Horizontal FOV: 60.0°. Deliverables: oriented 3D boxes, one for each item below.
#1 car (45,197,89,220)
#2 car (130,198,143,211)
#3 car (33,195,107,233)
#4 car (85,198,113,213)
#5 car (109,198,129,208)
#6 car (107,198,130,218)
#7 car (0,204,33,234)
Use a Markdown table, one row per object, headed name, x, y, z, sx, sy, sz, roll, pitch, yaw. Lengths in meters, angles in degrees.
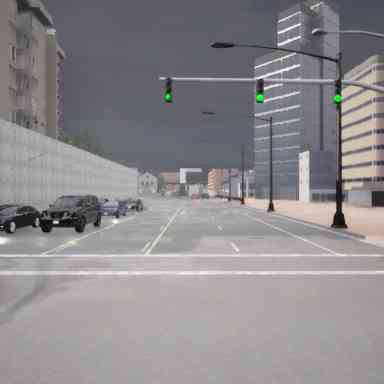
| name | x | y | z | sx | sy | sz | roll | pitch | yaw |
| --- | --- | --- | --- | --- | --- | --- | --- | --- | --- |
| car | -10.605 | 1.350 | 28.549 | 2.097 | 1.767 | 4.553 | 0 | 0 | 0 |
| car | -7.098 | 1.489 | 40.095 | 2.128 | 1.511 | 4.902 | 0 | 0 | 0 |
| car | -7.100 | 1.220 | 20.112 | 2.150 | 2.045 | 5.566 | 0 | 0 | 0 |
| car | -10.601 | 1.502 | 38.367 | 1.837 | 1.490 | 4.892 | 0 | 0 | 0 |
| car | -10.565 | 1.597 | 48.427 | 1.895 | 1.301 | 4.718 | 0 | 0 | 0 |
| car | -7.104 | 1.524 | 29.753 | 1.812 | 1.442 | 4.674 | 0 | 0 | 0 |
| car | -10.604 | 1.503 | 19.482 | 1.837 | 1.490 | 4.892 | 0 | 0 | 0 |
